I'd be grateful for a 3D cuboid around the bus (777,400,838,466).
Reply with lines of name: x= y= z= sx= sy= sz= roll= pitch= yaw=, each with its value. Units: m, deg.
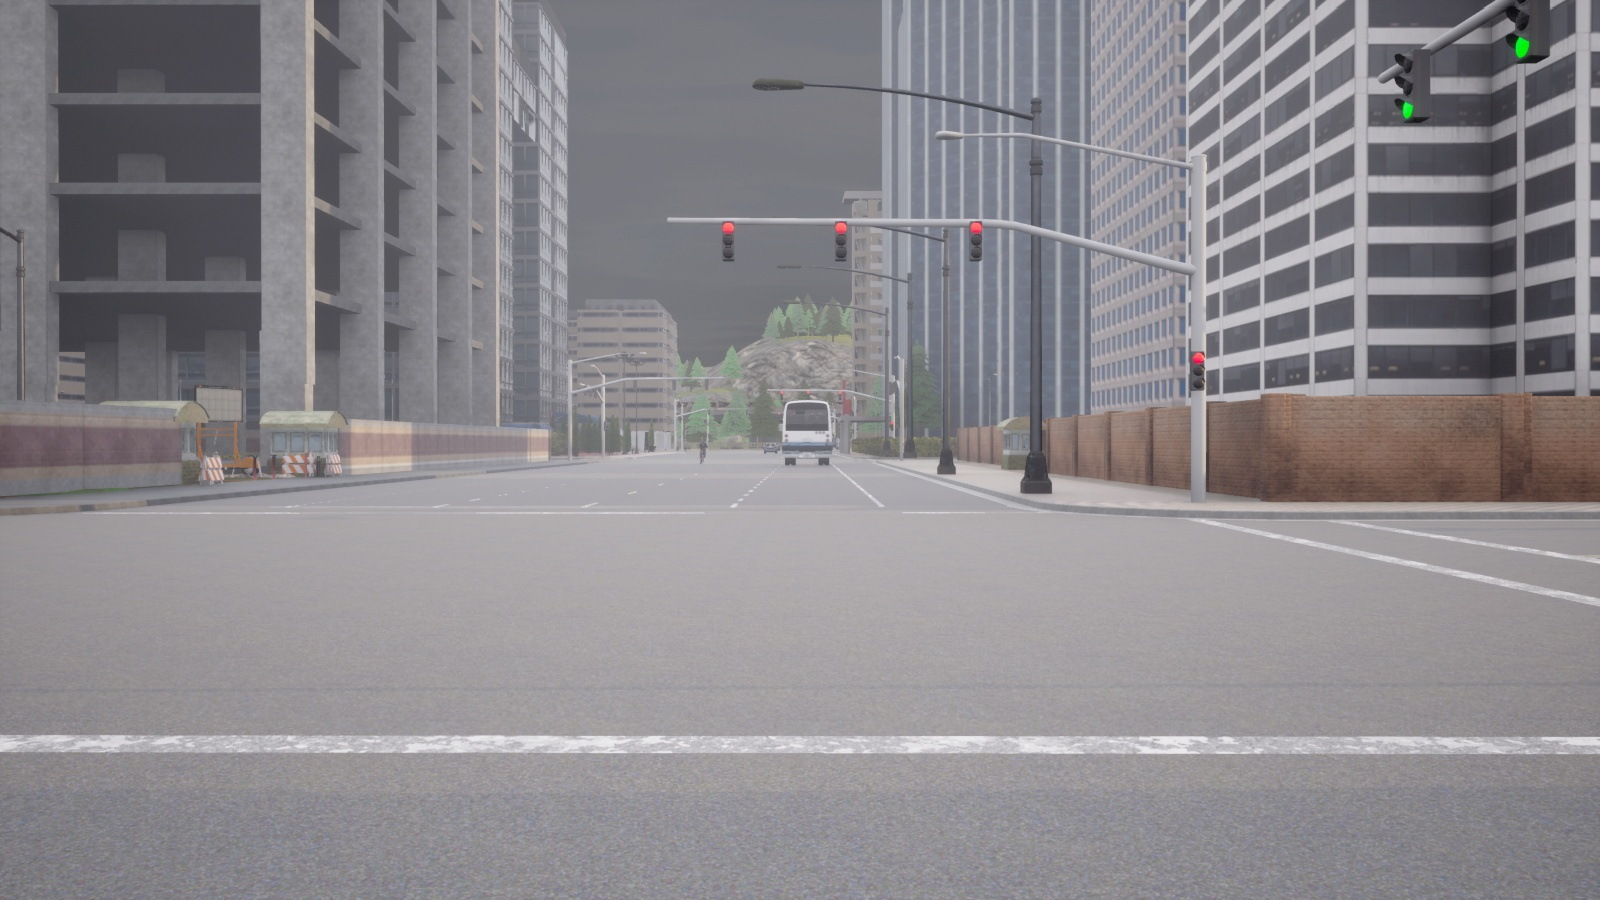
bus: x=0.487 y=-1.117 z=86.421 sx=3.944 sy=4.253 sz=10.273 roll=0 pitch=0 yaw=0
